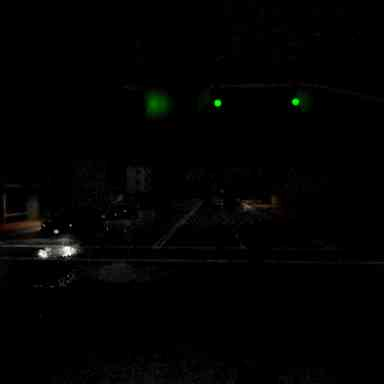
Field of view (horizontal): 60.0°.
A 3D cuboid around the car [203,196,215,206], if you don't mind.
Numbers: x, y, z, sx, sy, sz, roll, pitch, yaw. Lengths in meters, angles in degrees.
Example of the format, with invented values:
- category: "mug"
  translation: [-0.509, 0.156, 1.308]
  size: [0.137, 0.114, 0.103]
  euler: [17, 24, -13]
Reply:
- category: "car"
  translation: [2.685, 1.508, 52.352]
  size: [1.994, 1.385, 4.181]
  euler: [0, 0, 4]

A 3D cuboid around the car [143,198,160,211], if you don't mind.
- category: "car"
  translation: [-5.141, 1.451, 40.501]
  size: [1.882, 1.535, 5.008]
  euler: [0, 0, 4]

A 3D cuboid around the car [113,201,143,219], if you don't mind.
- category: "car"
  translation: [-5.881, 1.513, 28.617]
  size: [1.812, 1.442, 4.674]
  euler: [0, 0, 4]

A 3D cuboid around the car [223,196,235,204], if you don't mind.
- category: "car"
  translation: [6.688, 1.491, 60.407]
  size: [1.994, 1.385, 4.181]
  euler: [0, 0, 4]

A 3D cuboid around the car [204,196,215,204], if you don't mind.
- category: "car"
  translation: [3.199, 1.499, 60.694]
  size: [1.994, 1.385, 4.181]
  euler: [0, 0, 4]

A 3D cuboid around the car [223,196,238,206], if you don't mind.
- category: "car"
  translation: [6.178, 1.500, 52.137]
  size: [1.994, 1.385, 4.181]
  euler: [0, 0, 4]

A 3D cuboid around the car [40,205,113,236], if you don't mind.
- category: "car"
  translation: [-6.486, 1.545, 18.912]
  size: [2.033, 1.411, 5.357]
  euler: [0, 0, 3]
